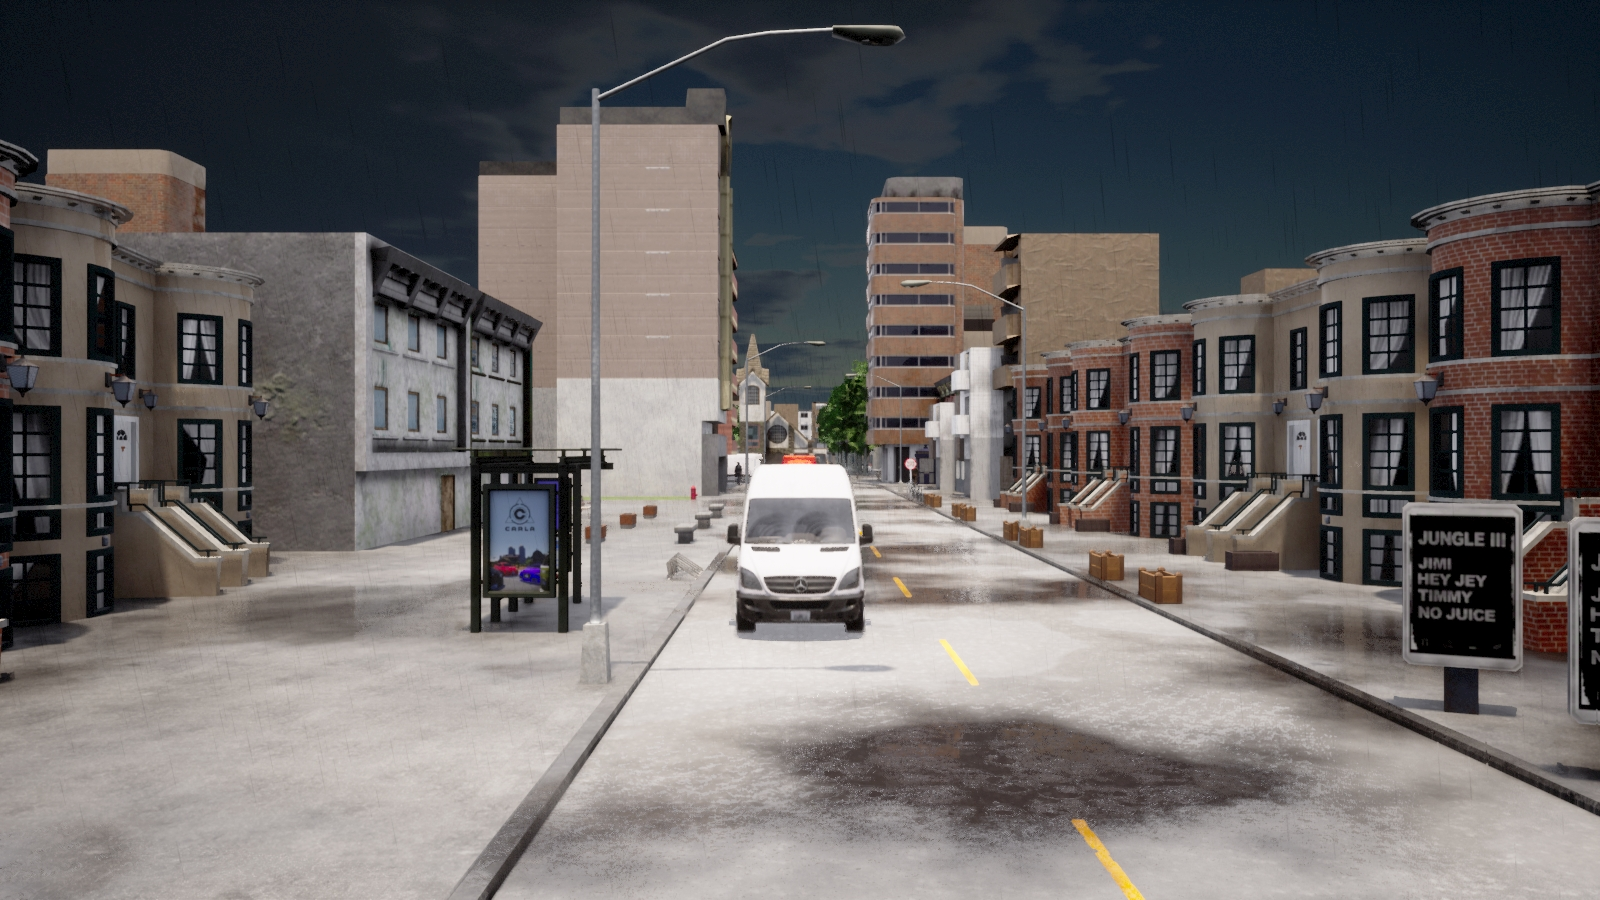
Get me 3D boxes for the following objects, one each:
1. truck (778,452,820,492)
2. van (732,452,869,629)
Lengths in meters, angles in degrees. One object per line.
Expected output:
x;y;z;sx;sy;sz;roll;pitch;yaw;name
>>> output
-0.050;1.376;74.374;2.627;2.467;5.204;0;0;0;truck
0.009;1.322;19.586;1.988;2.561;5.915;0;0;0;van
